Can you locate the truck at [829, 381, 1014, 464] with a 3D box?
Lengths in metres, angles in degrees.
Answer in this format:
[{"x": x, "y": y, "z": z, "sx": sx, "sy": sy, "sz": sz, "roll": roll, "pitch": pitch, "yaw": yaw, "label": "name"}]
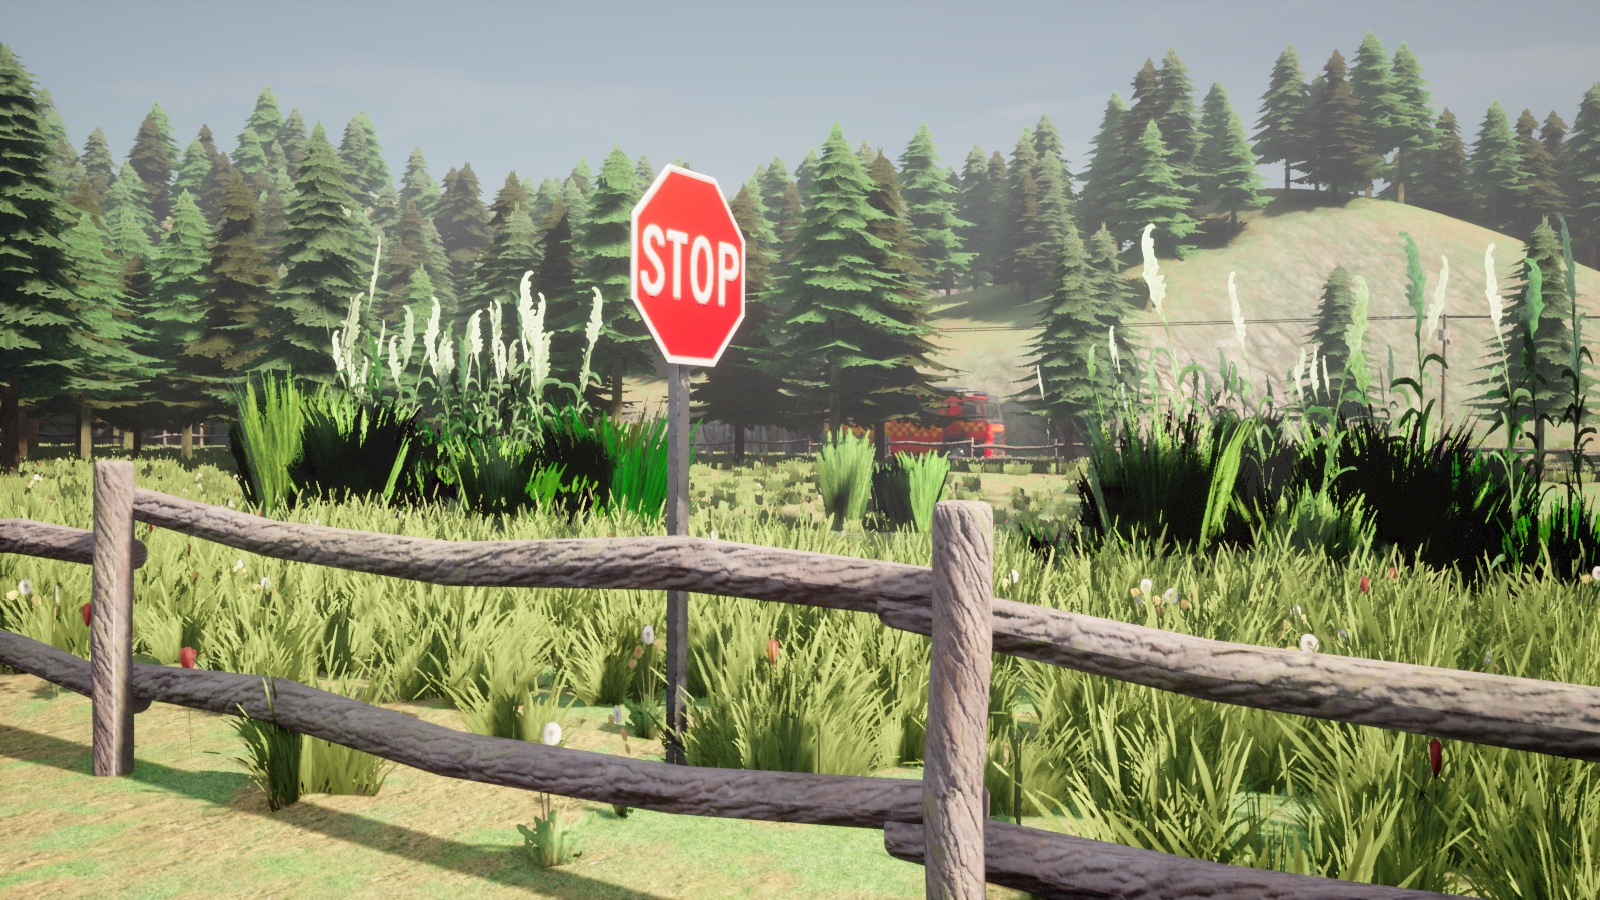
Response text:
[{"x": 5.874, "y": -1.287, "z": 61.165, "sx": 8.468, "sy": 3.827, "sz": 2.891, "roll": 0, "pitch": 1, "yaw": 23, "label": "truck"}]
